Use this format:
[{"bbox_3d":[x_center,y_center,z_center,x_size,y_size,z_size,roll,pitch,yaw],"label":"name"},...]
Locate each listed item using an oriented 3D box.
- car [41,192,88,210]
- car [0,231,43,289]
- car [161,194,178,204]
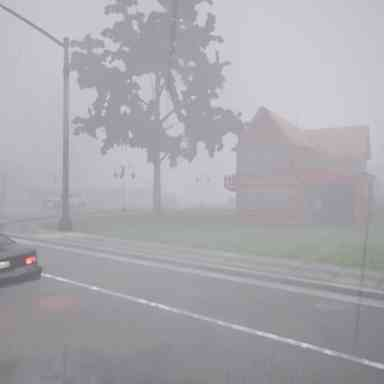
[{"bbox_3d":[-15.164,0.988,39.921,2.150,2.045,5.566,0,0,34],"label":"car"},{"bbox_3d":[-5.807,1.486,8.083,5.357,1.411,2.033,0,0,36],"label":"car"},{"bbox_3d":[-4.343,1.127,55.894,2.097,1.767,4.553,0,0,34],"label":"car"}]
